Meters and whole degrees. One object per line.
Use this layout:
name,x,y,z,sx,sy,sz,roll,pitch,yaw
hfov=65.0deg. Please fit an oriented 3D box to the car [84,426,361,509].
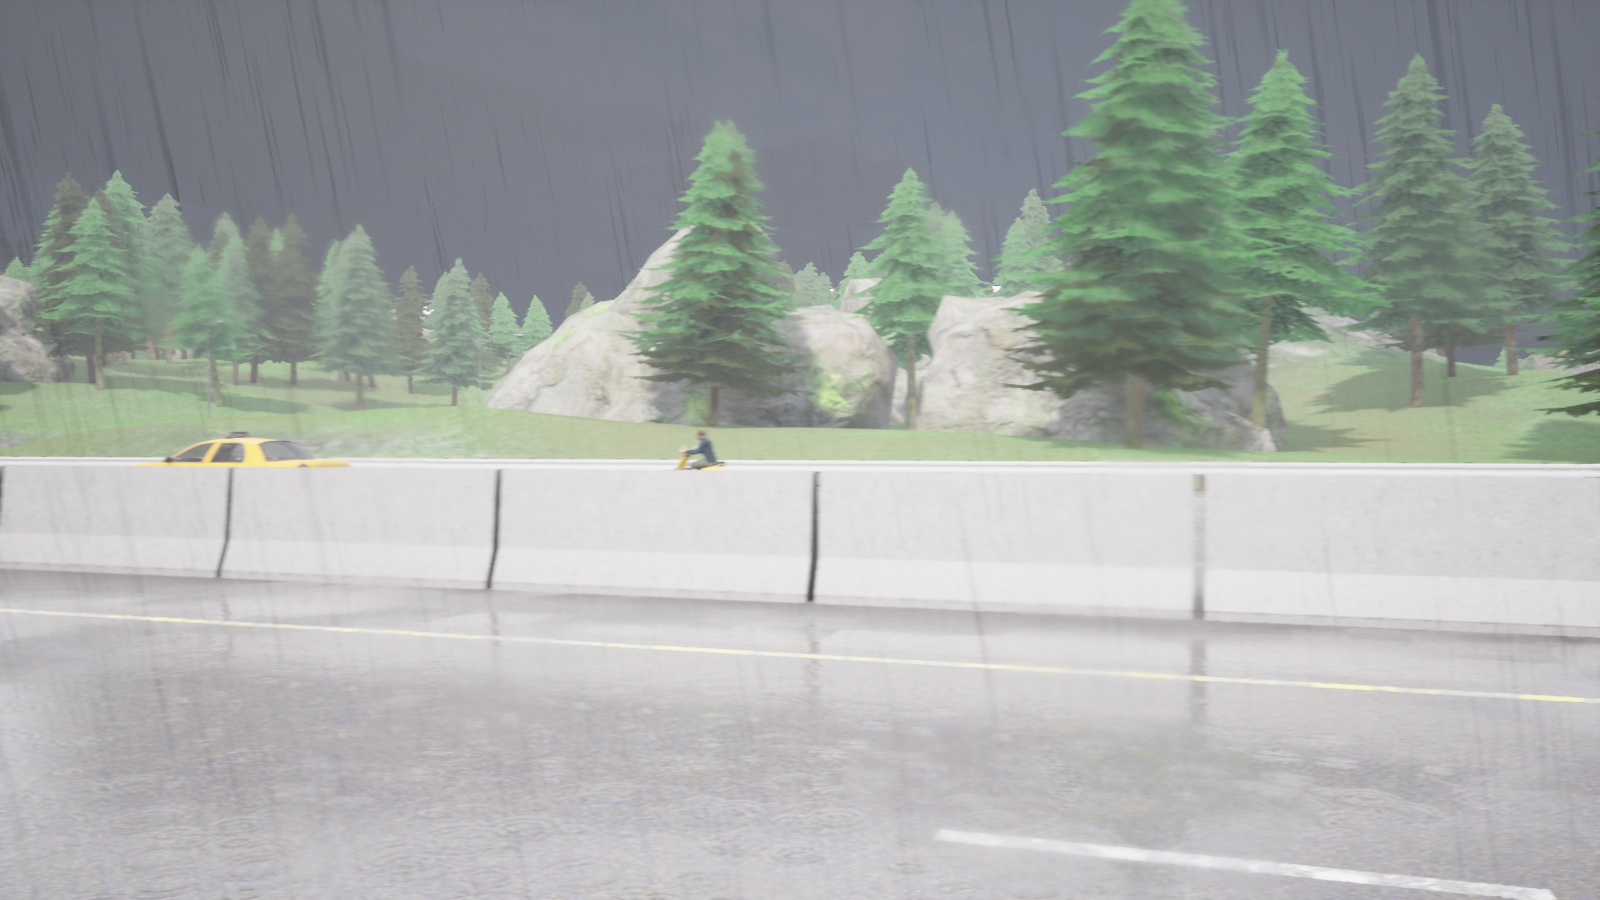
car,-11.778,0.310,25.617,5.366,1.575,1.801,1,1,19

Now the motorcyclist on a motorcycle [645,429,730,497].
motorcyclist on a motorcycle,-2.672,0.290,29.938,1.817,1.590,0.866,1,1,19
